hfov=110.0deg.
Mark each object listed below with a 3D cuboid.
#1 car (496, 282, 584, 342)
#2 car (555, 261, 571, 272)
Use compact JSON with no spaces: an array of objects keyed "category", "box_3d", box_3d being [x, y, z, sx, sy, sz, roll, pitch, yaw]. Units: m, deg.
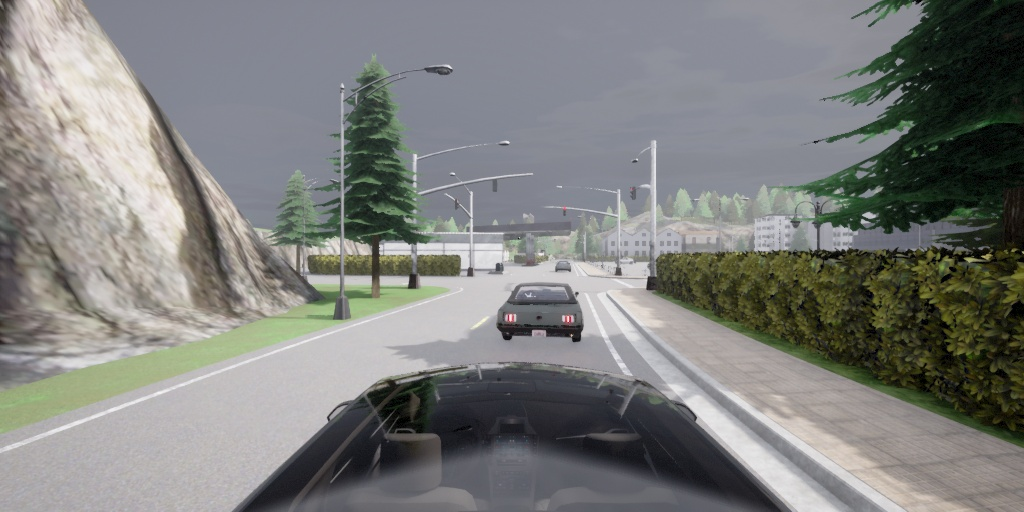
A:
[{"category":"car","box_3d":[0.882,1.351,9.781,1.895,1.301,4.718,0,0,8]},{"category":"car","box_3d":[6.532,1.314,45.686,1.994,1.385,4.181,0,0,9]}]
